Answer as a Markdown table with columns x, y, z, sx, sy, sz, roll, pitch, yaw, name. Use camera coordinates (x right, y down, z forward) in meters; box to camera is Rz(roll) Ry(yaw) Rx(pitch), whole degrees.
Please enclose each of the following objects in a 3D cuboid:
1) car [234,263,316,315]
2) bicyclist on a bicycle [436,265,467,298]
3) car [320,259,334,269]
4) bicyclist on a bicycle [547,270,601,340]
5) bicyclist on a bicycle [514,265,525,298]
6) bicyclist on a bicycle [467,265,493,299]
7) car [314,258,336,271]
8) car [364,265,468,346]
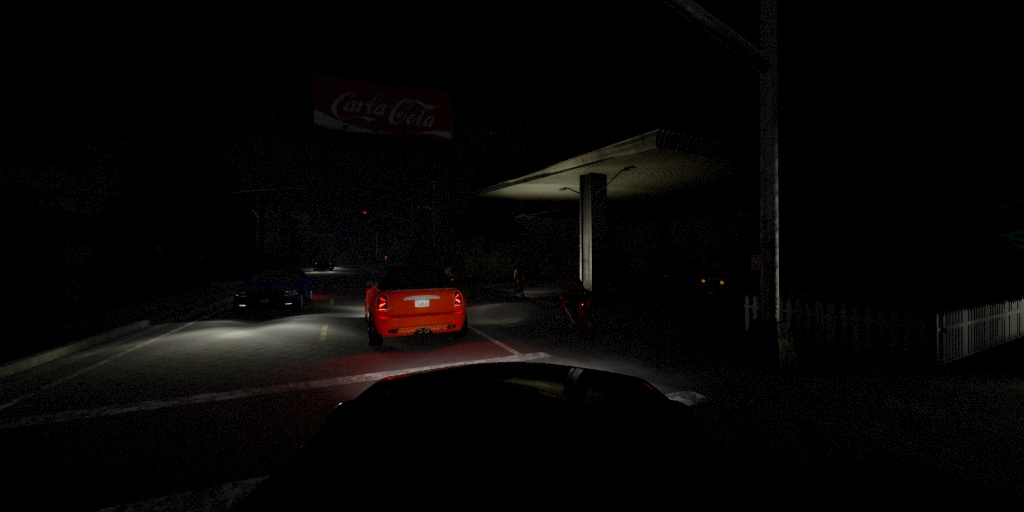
| x | y | z | sx | sy | sz | roll | pitch | yaw | name |
| --- | --- | --- | --- | --- | --- | --- | --- | --- | --- |
| -8.797 | 1.171 | 13.542 | 1.882 | 1.535 | 5.008 | 1 | -1 | -24 | car |
| -3.014 | 1.253 | 16.470 | 1.656 | 1.620 | 0.582 | 1 | 0 | 36 | bicyclist on a bicycle |
| -28.589 | 1.200 | 55.559 | 1.837 | 1.490 | 4.892 | 0 | 0 | -25 | car |
| 1.504 | 1.185 | 8.866 | 0.582 | 1.620 | 1.656 | 3 | -2 | -44 | bicyclist on a bicycle |
| 0.364 | 1.283 | 18.051 | 0.582 | 1.620 | 1.656 | 0 | 0 | 15 | bicyclist on a bicycle |
| -1.741 | 1.282 | 17.884 | 1.656 | 1.620 | 0.582 | 1 | 0 | -23 | bicyclist on a bicycle |
| -24.451 | 1.044 | 46.596 | 2.097 | 1.767 | 4.553 | 0 | 0 | -25 | car |
| -2.722 | 1.013 | 9.456 | 2.097 | 1.767 | 4.553 | 0 | 0 | -23 | car |
